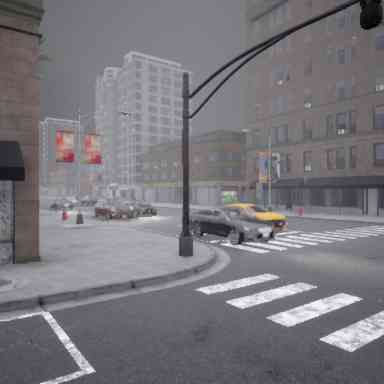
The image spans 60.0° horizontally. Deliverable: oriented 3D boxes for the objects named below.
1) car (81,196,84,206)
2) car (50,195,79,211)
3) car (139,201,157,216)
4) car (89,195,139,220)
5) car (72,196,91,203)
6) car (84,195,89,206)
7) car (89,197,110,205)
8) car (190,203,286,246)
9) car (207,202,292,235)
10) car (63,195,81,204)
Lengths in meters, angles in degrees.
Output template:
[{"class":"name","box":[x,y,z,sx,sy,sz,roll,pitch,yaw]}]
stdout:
[{"class":"car","box":[-17.966,1.450,49.167,1.812,1.442,4.674,0,0,-36]},{"class":"car","box":[-16.003,1.432,40.789,2.128,1.511,4.902,0,0,-36]},{"class":"car","box":[-4.923,1.522,30.951,1.994,1.385,4.181,0,0,-36]},{"class":"car","box":[-6.554,1.316,27.659,2.097,1.767,4.553,0,0,-36]},{"class":"car","box":[-22.086,1.437,66.170,2.033,1.411,5.357,0,0,-36]},{"class":"car","box":[-16.077,1.271,52.297,2.097,1.767,4.553,0,0,-36]},{"class":"car","box":[-16.184,1.508,57.995,1.895,1.301,4.718,0,0,-36]},{"class":"car","box":[1.737,1.479,15.654,2.128,1.511,4.902,0,0,-32]},{"class":"car","box":[3.235,1.456,19.836,1.882,1.535,5.008,0,0,-38]},{"class":"car","box":[-21.750,1.408,60.159,1.837,1.490,4.892,0,0,-36]}]
